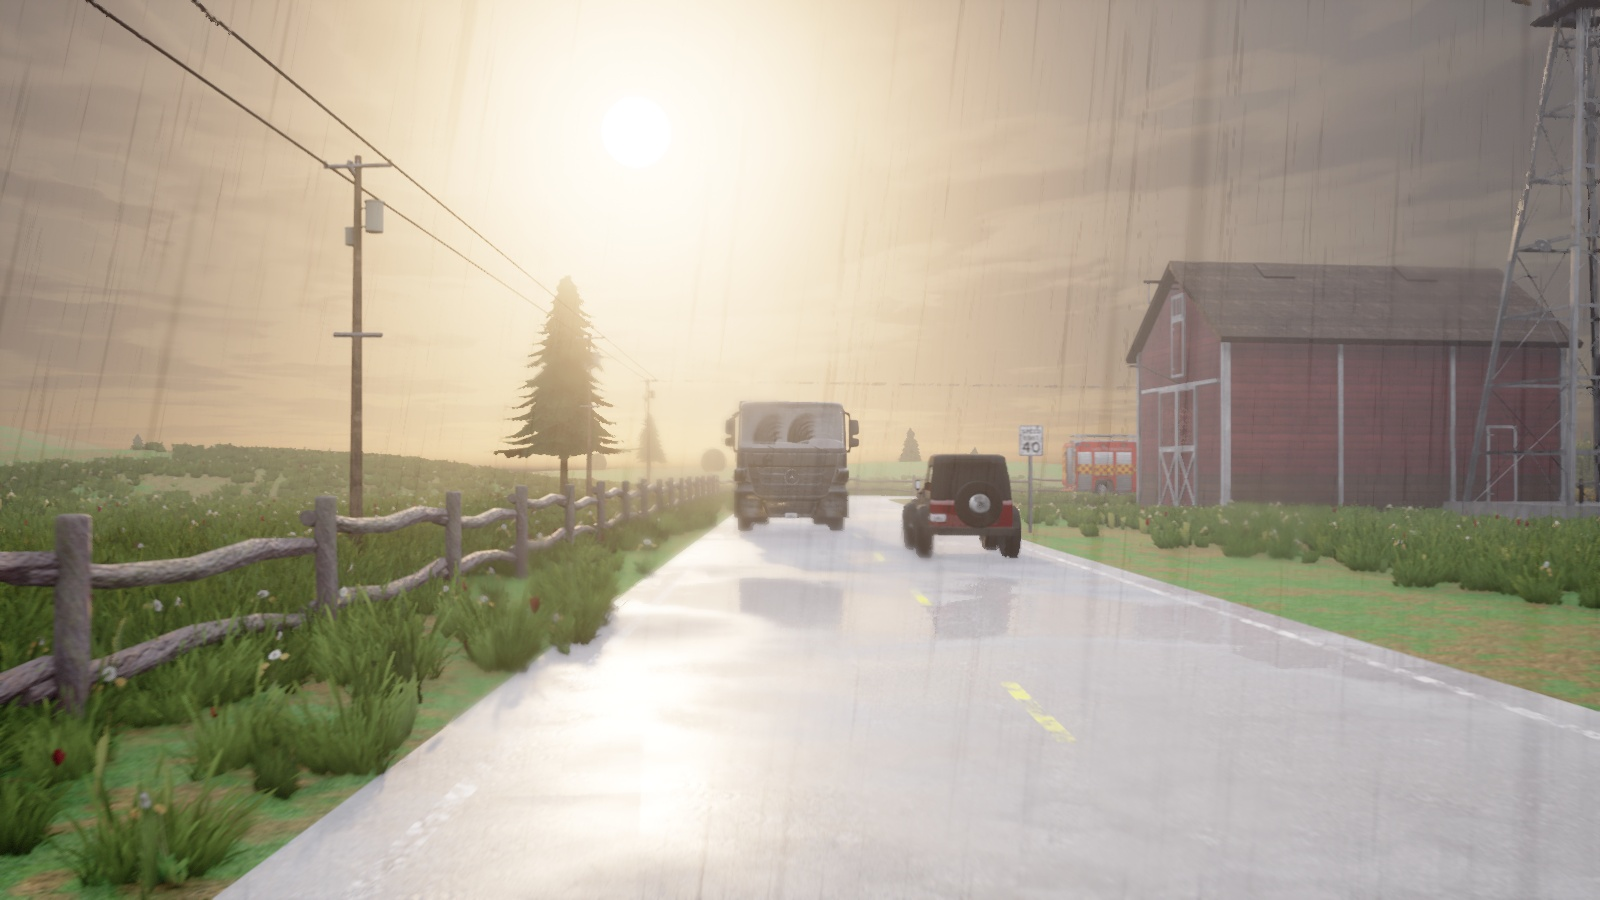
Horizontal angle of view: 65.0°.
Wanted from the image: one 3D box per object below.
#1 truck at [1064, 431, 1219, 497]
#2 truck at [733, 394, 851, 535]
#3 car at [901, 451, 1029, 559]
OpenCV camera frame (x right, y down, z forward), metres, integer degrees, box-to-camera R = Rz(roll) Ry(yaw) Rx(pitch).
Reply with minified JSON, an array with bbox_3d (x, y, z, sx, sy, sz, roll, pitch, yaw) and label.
[{"bbox_3d":[20.457,0.830,75.396,8.468,3.827,2.891,0,-1,-5],"label":"truck"},{"bbox_3d":[-0.225,0.418,34.907,2.891,3.462,7.936,0,-1,0],"label":"truck"},{"bbox_3d":[3.050,1.000,24.017,1.905,1.878,3.866,0,-1,0],"label":"car"}]
